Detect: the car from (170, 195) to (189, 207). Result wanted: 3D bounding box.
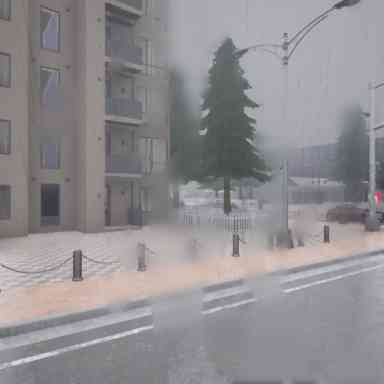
[{"bbox_3d":[-3.246,1.563,50.381,2.033,1.411,5.357,0,0,-37],"label":"car"}]

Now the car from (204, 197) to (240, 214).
[{"bbox_3d":[3.140,1.579,35.847,1.994,1.385,4.181,0,0,-37],"label":"car"}]

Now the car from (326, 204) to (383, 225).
[{"bbox_3d":[11.921,1.579,24.105,1.994,1.385,4.181,0,0,-35],"label":"car"}]

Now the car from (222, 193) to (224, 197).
[{"bbox_3d":[7.498,1.092,94.724,1.905,1.878,3.866,0,0,-37],"label":"car"}]

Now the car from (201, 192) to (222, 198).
[{"bbox_3d":[5.411,1.113,92.661,1.932,1.855,4.605,0,0,-37],"label":"car"}]
